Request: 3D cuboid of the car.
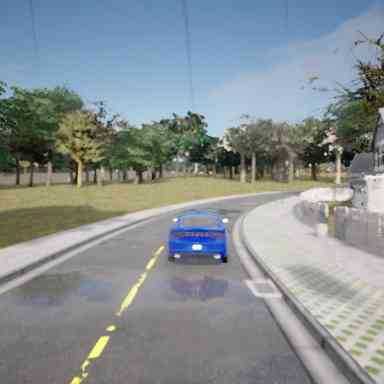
[{"bbox_3d":[0.297,1.419,12.108,1.882,1.535,5.008,0,1,3],"label":"car"}]
